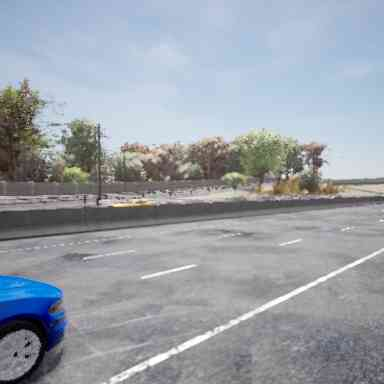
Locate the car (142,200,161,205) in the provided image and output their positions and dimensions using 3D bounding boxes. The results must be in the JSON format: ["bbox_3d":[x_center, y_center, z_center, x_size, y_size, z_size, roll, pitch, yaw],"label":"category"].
[{"bbox_3d":[-2.789,1.638,35.321,1.994,1.385,4.181,0,0,43],"label":"car"}]

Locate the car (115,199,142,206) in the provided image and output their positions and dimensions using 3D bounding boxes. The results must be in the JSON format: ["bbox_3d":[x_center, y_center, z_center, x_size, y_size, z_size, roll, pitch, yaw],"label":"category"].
[{"bbox_3d":[-6.294,1.572,36.704,1.882,1.535,5.008,0,0,43],"label":"car"}]

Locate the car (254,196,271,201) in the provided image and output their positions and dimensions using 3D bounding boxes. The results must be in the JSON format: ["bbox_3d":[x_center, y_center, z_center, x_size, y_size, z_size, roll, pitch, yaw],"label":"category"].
[{"bbox_3d":[10.897,1.417,49.875,2.097,1.767,4.553,0,0,44],"label":"car"}]

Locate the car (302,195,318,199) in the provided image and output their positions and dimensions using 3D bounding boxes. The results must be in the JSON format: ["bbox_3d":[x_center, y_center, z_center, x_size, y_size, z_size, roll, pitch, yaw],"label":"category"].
[{"bbox_3d":[21.437,1.417,61.068,2.097,1.767,4.553,0,0,44],"label":"car"}]

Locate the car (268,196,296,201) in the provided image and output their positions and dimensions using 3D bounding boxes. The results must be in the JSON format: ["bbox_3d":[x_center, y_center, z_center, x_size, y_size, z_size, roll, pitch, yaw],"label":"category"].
[{"bbox_3d":[13.222,1.647,47.240,1.895,1.301,4.718,0,0,44],"label":"car"}]

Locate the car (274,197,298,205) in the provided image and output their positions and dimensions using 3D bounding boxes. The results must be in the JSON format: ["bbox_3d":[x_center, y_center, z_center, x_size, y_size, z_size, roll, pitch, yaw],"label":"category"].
[{"bbox_3d":[17.611,1.632,62.099,2.033,1.411,5.357,0,0,44],"label":"car"}]

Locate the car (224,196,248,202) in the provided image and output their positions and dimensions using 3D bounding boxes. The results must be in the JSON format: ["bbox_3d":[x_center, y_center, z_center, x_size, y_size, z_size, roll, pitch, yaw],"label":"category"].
[{"bbox_3d":[6.646,1.436,50.465,2.097,1.767,4.553,0,0,44],"label":"car"}]

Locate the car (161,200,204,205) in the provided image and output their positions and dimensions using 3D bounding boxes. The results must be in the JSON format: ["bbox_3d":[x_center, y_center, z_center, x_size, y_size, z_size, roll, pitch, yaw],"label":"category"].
[{"bbox_3d":[-0.299,1.533,32.861,1.882,1.535,5.008,0,0,43],"label":"car"}]

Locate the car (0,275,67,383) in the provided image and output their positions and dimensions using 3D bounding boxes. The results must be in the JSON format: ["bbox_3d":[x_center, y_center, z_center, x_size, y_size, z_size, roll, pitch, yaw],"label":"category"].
[{"bbox_3d":[-3.792,1.460,3.259,1.882,1.535,5.008,0,0,43],"label":"car"}]
